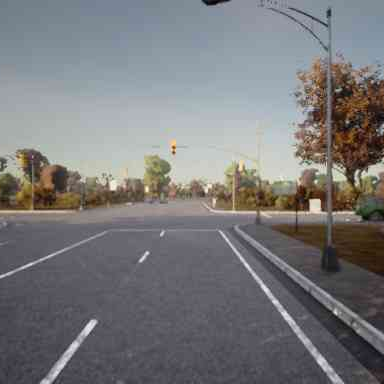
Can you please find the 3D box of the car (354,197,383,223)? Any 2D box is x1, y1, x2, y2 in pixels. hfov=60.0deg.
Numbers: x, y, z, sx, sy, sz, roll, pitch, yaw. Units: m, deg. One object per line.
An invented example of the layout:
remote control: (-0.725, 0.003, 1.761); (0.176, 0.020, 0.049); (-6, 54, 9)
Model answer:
car: (16.675, 1.436, 27.909); (5.566, 2.045, 2.150); (0, -1, 3)

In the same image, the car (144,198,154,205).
car: (-10.446, 2.237, 80.587); (1.882, 1.535, 5.008); (0, -1, 0)

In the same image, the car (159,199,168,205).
car: (-6.946, 2.299, 80.574); (2.033, 1.411, 5.357); (0, -1, 0)
